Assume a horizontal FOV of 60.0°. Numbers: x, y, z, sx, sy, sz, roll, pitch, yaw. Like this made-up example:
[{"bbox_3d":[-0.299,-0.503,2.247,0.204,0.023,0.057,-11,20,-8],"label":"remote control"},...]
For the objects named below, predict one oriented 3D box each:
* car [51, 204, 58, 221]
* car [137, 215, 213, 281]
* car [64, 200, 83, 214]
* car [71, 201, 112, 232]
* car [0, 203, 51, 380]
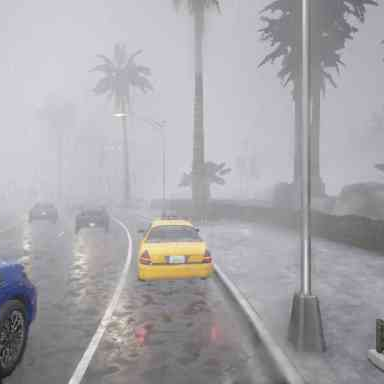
[{"bbox_3d":[-11.773,1.554,26.430,1.994,1.385,4.181,0,0,-22],"label":"car"},{"bbox_3d":[-0.649,1.456,9.853,1.801,1.575,5.366,0,0,-7],"label":"car"},{"bbox_3d":[-12.047,1.515,34.708,1.812,1.442,4.674,0,0,-29],"label":"car"},{"bbox_3d":[-5.990,1.499,20.209,1.837,1.490,4.892,0,0,-15],"label":"car"},{"bbox_3d":[-3.189,1.221,2.290,2.150,2.045,5.566,0,0,-2],"label":"car"}]
